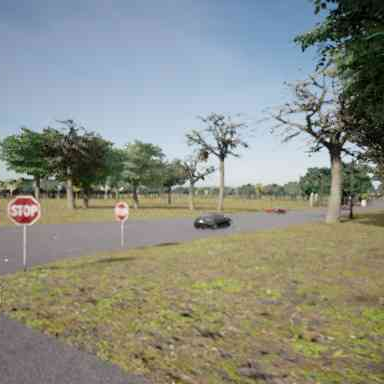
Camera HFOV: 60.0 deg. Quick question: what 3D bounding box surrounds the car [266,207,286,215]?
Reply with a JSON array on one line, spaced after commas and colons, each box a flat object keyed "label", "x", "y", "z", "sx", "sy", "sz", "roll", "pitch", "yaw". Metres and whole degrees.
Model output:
[{"label": "car", "x": 15.058, "y": 3.344, "z": 59.569, "sx": 1.895, "sy": 1.301, "sz": 4.718, "roll": 1, "pitch": -1, "yaw": 36}]

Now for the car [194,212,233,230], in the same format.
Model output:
[{"label": "car", "x": 1.954, "y": 2.507, "z": 29.514, "sx": 1.994, "sy": 1.385, "sz": 4.181, "roll": 1, "pitch": -1, "yaw": 36}]
